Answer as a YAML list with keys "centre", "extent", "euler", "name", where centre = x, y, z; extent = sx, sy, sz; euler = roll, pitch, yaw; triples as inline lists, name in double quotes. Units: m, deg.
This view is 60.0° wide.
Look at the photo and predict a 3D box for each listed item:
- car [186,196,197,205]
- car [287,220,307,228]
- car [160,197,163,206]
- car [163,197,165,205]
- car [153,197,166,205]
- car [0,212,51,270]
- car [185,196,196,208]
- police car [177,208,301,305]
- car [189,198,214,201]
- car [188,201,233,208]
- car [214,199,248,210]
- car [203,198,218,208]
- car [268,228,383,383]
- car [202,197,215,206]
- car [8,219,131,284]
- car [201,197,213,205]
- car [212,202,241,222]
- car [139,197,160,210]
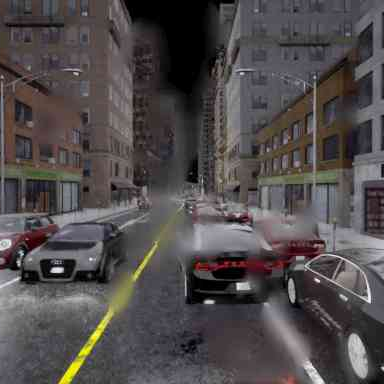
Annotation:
- centre: [-0.040, 1.522, 58.834]
  extent: [1.837, 1.490, 4.892]
  euler: [0, 0, 0]
  name: "car"
- centre: [2.745, 1.544, 10.666]
  extent: [1.887, 1.381, 4.507]
  euler: [-1, 0, 0]
  name: "car"
- centre: [-5.806, 1.577, 49.196]
  extent: [1.947, 1.339, 4.313]
  euler: [-1, 0, 0]
  name: "car"
- centre: [-5.810, 1.565, 54.701]
  extent: [2.008, 1.369, 4.403]
  euler: [-1, 0, 0]
  name: "car"
- centre: [-5.814, 1.563, 60.207]
  extent: [1.887, 1.381, 4.507]
  euler: [-1, 0, 0]
  name: "car"
- centre: [-5.781, 1.439, 10.660]
  extent: [1.967, 1.590, 4.097]
  euler: [-1, 0, 0]
  name: "car"
- centre: [-0.005, 1.501, 47.031]
  extent: [2.128, 1.511, 4.902]
  euler: [0, 0, 0]
  name: "car"
- centre: [0.679, 1.423, 8.311]
  extent: [1.930, 1.638, 5.238]
  euler: [0, 0, -5]
  name: "police car"
- centre: [0.884, 1.478, 24.262]
  extent: [1.882, 1.535, 5.008]
  euler: [0, 0, 0]
  name: "car"
- centre: [0.888, 1.477, 18.262]
  extent: [1.882, 1.535, 5.008]
  euler: [0, 0, 0]
  name: "car"
- centre: [2.736, 1.440, 21.676]
  extent: [1.967, 1.590, 4.097]
  euler: [-1, 0, 0]
  name: "car"
- centre: [2.719, 1.556, 49.202]
  extent: [1.887, 1.381, 4.507]
  euler: [-1, 0, 0]
  name: "car"
- centre: [2.749, 1.550, 5.160]
  extent: [2.008, 1.369, 4.403]
  euler: [-1, 0, 0]
  name: "car"
- centre: [2.715, 1.559, 54.707]
  extent: [1.887, 1.381, 4.507]
  euler: [-1, 0, 0]
  name: "car"
- centre: [-3.006, 1.563, 9.433]
  extent: [1.994, 1.385, 4.181]
  euler: [0, 0, 0]
  name: "car"
- centre: [2.711, 1.563, 60.213]
  extent: [1.887, 1.381, 4.507]
  euler: [-1, 0, 0]
  name: "car"
- centre: [2.734, 1.546, 27.181]
  extent: [1.887, 1.381, 4.507]
  euler: [-1, 0, 0]
  name: "car"
- centre: [-5.804, 1.448, 43.691]
  extent: [1.967, 1.590, 4.097]
  euler: [-1, 0, 0]
  name: "car"
